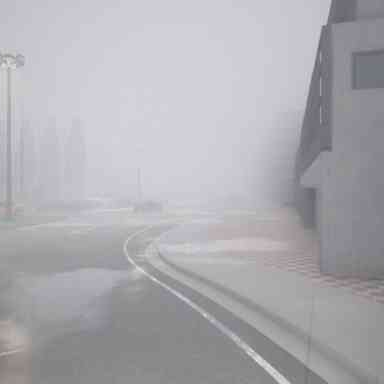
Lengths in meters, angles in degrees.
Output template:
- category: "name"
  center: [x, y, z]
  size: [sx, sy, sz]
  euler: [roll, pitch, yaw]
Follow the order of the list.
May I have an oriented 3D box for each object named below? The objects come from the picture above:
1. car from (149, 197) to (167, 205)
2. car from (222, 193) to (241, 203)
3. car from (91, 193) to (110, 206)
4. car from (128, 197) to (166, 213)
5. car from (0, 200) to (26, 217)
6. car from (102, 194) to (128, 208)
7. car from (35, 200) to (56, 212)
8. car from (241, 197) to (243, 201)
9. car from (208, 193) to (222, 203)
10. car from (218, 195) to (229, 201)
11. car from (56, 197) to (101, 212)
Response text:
- category: "car"
  center: [-6.218, 1.561, 61.222]
  size: [1.994, 1.385, 4.181]
  euler: [0, 0, 16]
- category: "car"
  center: [8.299, 1.222, 69.935]
  size: [2.150, 2.045, 5.566]
  euler: [0, 0, 16]
- category: "car"
  center: [-13.477, 1.219, 48.624]
  size: [2.150, 2.045, 5.566]
  euler: [0, 0, 16]
- category: "car"
  center: [-4.724, 1.490, 36.339]
  size: [2.128, 1.511, 4.902]
  euler: [0, 0, 15]
- category: "car"
  center: [-16.892, 1.476, 28.715]
  size: [1.882, 1.535, 5.008]
  euler: [0, 0, 26]
- category: "car"
  center: [-10.175, 1.490, 47.424]
  size: [2.128, 1.511, 4.902]
  euler: [0, 0, 16]
- category: "car"
  center: [-16.176, 1.599, 39.413]
  size: [1.895, 1.301, 4.718]
  euler: [0, 0, 17]
- category: "car"
  center: [11.139, 1.549, 79.948]
  size: [1.994, 1.385, 4.181]
  euler: [0, 0, 16]
- category: "car"
  center: [4.938, 1.214, 70.949]
  size: [2.150, 2.045, 5.566]
  euler: [0, 0, 16]
- category: "car"
  center: [7.669, 1.353, 80.541]
  size: [1.812, 1.442, 4.674]
  euler: [0, 0, 16]
- category: "car"
  center: [-12.919, 1.599, 38.103]
  size: [1.895, 1.301, 4.718]
  euler: [0, 0, 17]
